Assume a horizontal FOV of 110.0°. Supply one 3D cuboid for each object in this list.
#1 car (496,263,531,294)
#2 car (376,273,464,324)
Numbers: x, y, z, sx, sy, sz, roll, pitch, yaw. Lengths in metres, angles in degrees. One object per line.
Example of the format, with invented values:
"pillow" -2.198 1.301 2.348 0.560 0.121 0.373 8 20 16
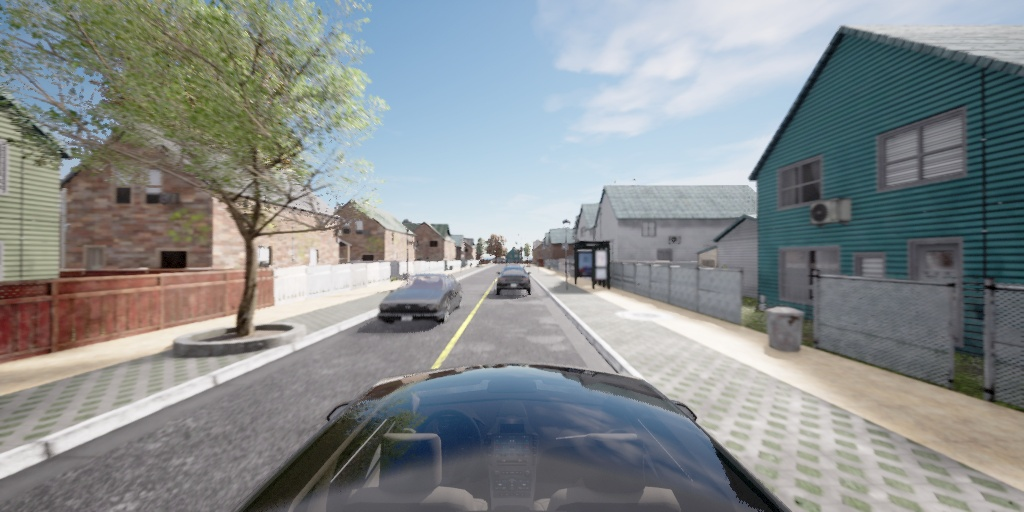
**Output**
"car" 0.094 1.303 20.136 1.812 1.442 4.674 0 0 0
"car" -2.826 1.310 12.332 2.033 1.411 5.357 0 0 0
